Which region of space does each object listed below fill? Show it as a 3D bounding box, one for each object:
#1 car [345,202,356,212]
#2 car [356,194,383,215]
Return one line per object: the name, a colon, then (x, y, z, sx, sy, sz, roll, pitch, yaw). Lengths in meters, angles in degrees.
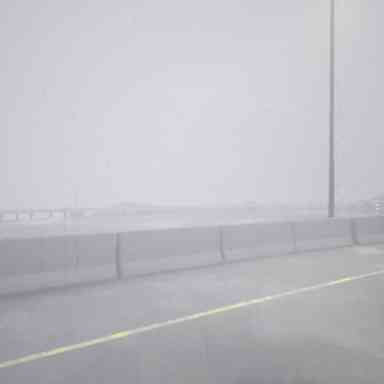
car: (20.040, 1.515, 38.426, 5.008, 1.535, 1.882, 0, 0, -22)
car: (20.322, 1.259, 34.788, 5.566, 2.045, 2.150, 0, 0, -23)
